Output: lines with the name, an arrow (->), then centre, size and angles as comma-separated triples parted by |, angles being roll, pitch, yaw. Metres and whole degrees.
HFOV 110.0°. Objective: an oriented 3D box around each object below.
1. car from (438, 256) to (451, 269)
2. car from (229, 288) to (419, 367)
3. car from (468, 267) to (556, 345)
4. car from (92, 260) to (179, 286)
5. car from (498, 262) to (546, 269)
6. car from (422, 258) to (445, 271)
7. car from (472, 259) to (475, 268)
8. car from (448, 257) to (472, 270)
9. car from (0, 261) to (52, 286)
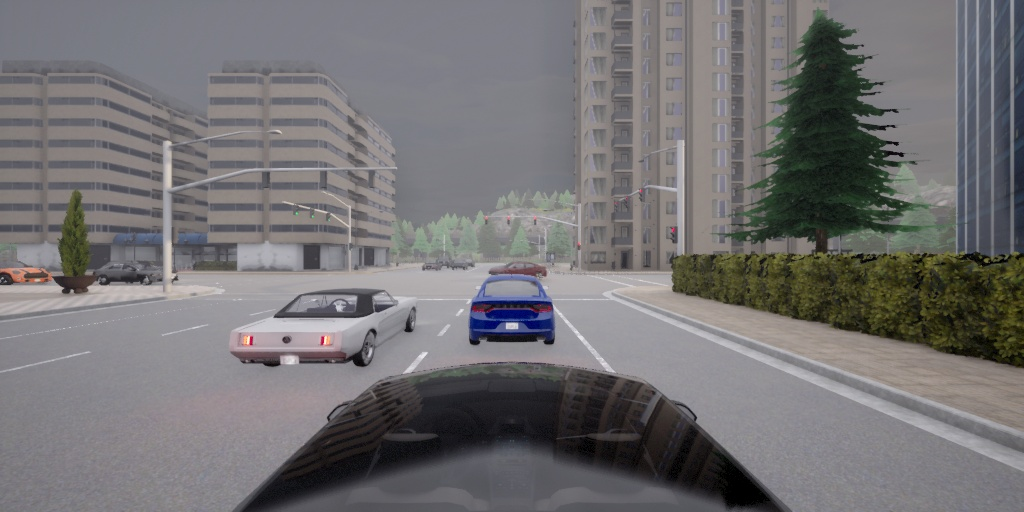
car -> -11.095, 0.971, 58.765 | 2.150, 2.045, 5.566 | 0, 0, 0
car -> -3.497, 1.351, 7.873 | 1.895, 1.301, 4.718 | 0, 0, 0
car -> -0.005, 1.228, 9.539 | 1.882, 1.535, 5.008 | 0, 0, 0
car -> -25.948, 1.241, 24.810 | 4.902, 1.511, 2.128 | 0, 0, 1
car -> 0.431, 1.227, 29.100 | 5.008, 1.535, 1.882 | 0, -1, -27
car -> -11.011, 1.314, 49.409 | 1.994, 1.385, 4.181 | 0, 0, 0
car -> -7.612, 1.228, 62.643 | 1.882, 1.535, 5.008 | 0, 0, 0
car -> -7.524, 1.297, 52.303 | 2.033, 1.411, 5.357 | 0, 0, 0
car -> -35.101, 1.103, 24.839 | 4.553, 1.767, 2.097 | 0, 0, 0
